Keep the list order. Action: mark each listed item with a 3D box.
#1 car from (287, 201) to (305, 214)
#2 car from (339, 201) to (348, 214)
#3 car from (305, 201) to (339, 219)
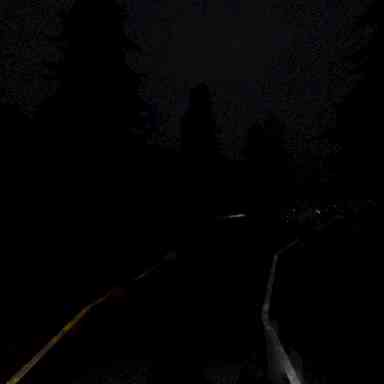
[{"bbox_3d":[12.921,1.866,40.152,1.837,1.490,4.892,0,-1,31],"label":"car"},{"bbox_3d":[18.195,1.732,41.678,2.097,1.767,4.553,0,-1,31],"label":"car"},{"bbox_3d":[13.006,1.865,33.154,1.994,1.385,4.181,0,-1,31],"label":"car"}]
